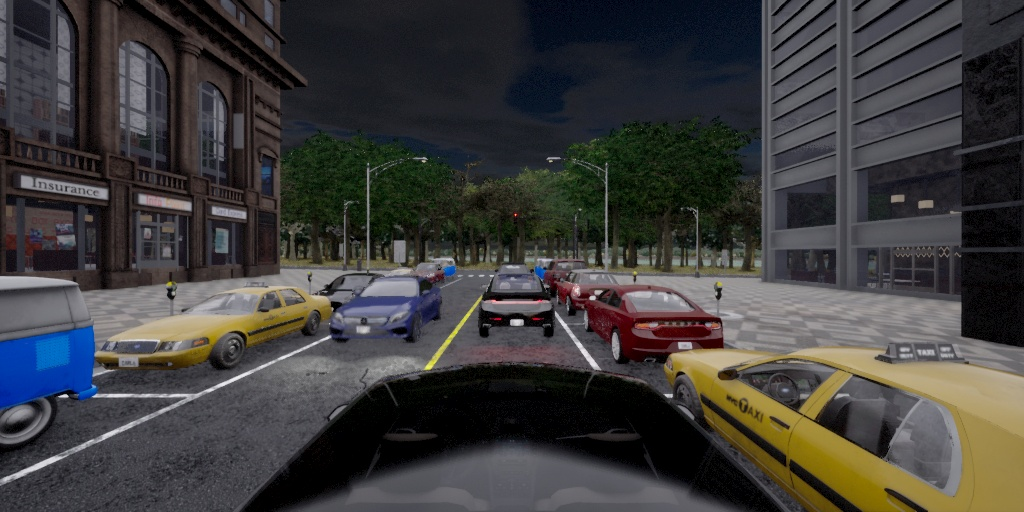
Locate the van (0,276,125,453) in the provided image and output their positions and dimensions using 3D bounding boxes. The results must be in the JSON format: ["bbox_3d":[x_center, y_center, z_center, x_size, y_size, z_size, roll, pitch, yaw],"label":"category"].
[{"bbox_3d":[-5.762,1.091,2.529,1.690,1.789,3.998,0,0,0],"label":"van"}]

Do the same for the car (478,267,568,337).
[{"bbox_3d":[0.111,1.242,10.269,2.128,1.511,4.902,0,0,0],"label":"car"}]

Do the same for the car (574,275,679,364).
[{"bbox_3d":[2.769,1.295,7.956,1.888,1.381,4.507,0,0,0],"label":"car"}]

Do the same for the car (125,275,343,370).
[{"bbox_3d":[-5.756,1.275,7.796,1.751,1.417,4.829,0,0,0],"label":"car"}]

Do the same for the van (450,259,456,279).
[{"bbox_3d":[-5.729,1.095,29.716,1.690,1.789,3.998,0,0,0],"label":"van"}]

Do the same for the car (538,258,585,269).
[{"bbox_3d":[2.783,1.066,18.831,2.192,1.841,5.009,0,0,0],"label":"car"}]

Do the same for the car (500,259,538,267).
[{"bbox_3d":[0.122,1.104,19.234,2.097,1.767,4.553,0,0,1],"label":"car"}]

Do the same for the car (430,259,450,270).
[{"bbox_3d":[-5.736,1.192,24.278,1.967,1.591,4.097,0,0,0],"label":"car"}]

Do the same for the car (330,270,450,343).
[{"bbox_3d":[-3.086,1.276,9.786,1.812,1.442,4.674,0,0,0],"label":"car"}]

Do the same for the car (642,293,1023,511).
[{"bbox_3d":[2.763,1.275,2.688,1.751,1.417,4.829,0,0,0],"label":"car"}]

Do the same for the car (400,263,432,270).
[{"bbox_3d":[-5.743,1.277,18.671,1.751,1.417,4.829,0,0,0],"label":"car"}]

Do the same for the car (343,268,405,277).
[{"bbox_3d":[-5.749,1.316,13.403,1.948,1.339,4.313,0,0,0],"label":"car"}]

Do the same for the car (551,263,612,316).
[{"bbox_3d":[2.776,1.190,13.393,1.967,1.591,4.097,0,0,0],"label":"car"}]
